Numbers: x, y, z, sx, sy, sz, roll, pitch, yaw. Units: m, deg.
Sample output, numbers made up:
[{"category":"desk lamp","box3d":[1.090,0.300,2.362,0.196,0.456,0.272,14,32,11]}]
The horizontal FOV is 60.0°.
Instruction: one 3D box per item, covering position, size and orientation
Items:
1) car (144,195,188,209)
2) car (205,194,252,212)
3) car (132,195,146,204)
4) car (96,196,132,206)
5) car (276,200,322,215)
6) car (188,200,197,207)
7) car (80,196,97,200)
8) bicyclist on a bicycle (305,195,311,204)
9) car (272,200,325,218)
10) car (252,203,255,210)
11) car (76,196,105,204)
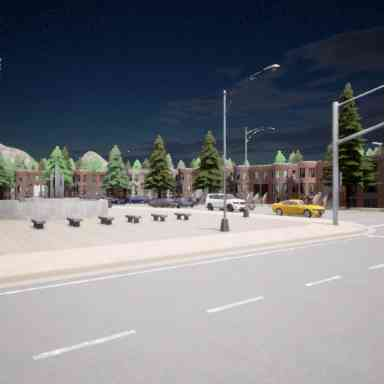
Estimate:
[{"category":"car","box3d":[-3.618,1.547,45.888,5.357,1.411,2.033,0,0,36]},{"category":"car","box3d":[3.873,1.221,38.662,2.150,2.045,5.566,0,0,-39]},{"category":"car","box3d":[-9.853,1.352,61.166,4.553,1.767,2.097,0,0,21]},{"category":"car","box3d":[-12.809,1.601,54.856,4.718,1.301,1.895,0,0,21]},{"category":"car","box3d":[11.115,1.564,34.865,1.994,1.385,4.181,0,0,-37]},{"category":"car","box3d":[-1.802,1.547,48.897,5.357,1.411,2.033,0,0,36]},{"category":"car","box3d":[-19.320,1.505,60.140,4.892,1.490,1.837,0,0,11]},{"category":"bicyclist on a bicycle","box3d":[16.230,1.303,46.629,1.656,1.620,0.582,0,0,-37]},{"category":"car","box3d":[9.796,1.477,30.793,1.882,1.535,5.008,0,0,-37]},{"category":"car","box3d":[5.733,1.525,41.755,1.812,1.442,4.674,0,0,-41]},{"category":"car","box3d":[-19.465,1.491,63.871,4.902,1.511,2.128,0,0,7]}]
